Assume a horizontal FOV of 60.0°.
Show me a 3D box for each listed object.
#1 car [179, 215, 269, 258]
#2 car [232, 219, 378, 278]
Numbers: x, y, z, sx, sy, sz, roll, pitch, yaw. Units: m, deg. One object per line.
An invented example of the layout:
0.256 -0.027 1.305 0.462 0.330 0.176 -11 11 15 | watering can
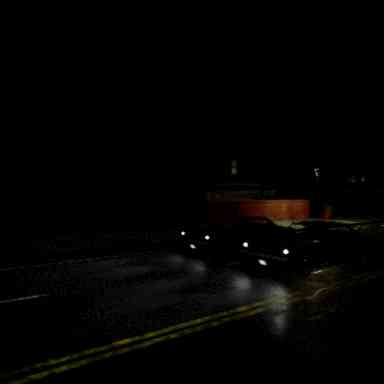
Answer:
1.835 1.612 12.983 4.718 1.301 1.895 0 0 -36 | car
3.724 1.612 10.339 4.718 1.301 1.895 0 0 -36 | car
